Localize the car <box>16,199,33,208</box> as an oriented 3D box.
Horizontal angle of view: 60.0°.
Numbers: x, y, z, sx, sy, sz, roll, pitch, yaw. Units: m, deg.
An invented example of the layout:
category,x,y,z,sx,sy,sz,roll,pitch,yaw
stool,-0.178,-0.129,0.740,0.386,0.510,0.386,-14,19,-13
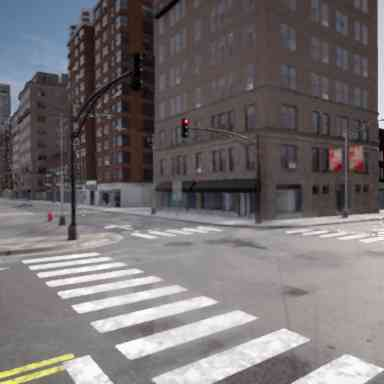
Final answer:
category,x,y,z,sx,sy,sz,roll,pitch,yaw
car,-26.406,1.740,52.483,1.895,1.301,4.718,-1,0,-35
